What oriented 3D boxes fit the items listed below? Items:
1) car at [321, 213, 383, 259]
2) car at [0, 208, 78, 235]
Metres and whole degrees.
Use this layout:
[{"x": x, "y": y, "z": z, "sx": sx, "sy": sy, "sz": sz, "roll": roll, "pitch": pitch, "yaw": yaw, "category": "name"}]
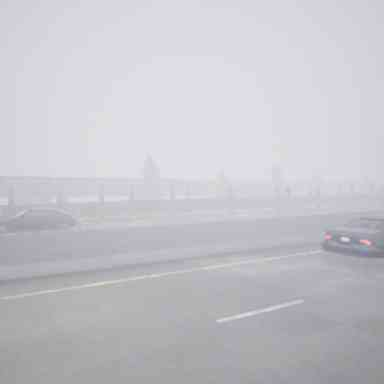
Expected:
[{"x": 6.748, "y": 1.435, "z": 11.163, "sx": 5.357, "sy": 1.411, "sz": 2.033, "roll": -1, "pitch": 0, "yaw": -29, "category": "car"}, {"x": -8.865, "y": 1.622, "z": 18.667, "sx": 4.674, "sy": 1.442, "sz": 1.812, "roll": -1, "pitch": 0, "yaw": -29, "category": "car"}]
